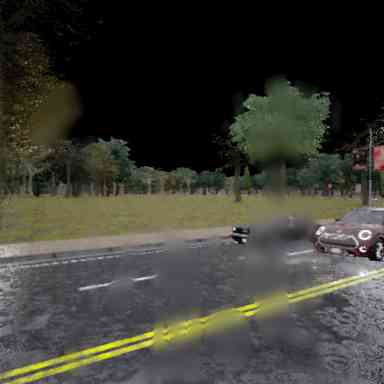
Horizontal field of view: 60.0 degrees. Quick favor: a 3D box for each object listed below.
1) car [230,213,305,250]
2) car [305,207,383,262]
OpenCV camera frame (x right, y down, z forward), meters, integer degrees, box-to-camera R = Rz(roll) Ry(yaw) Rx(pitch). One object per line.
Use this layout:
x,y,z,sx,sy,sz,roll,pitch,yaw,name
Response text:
3.900,1.626,14.456,4.718,1.301,1.895,0,0,-36,car
6.626,1.381,12.408,4.553,1.767,2.097,0,0,-36,car
